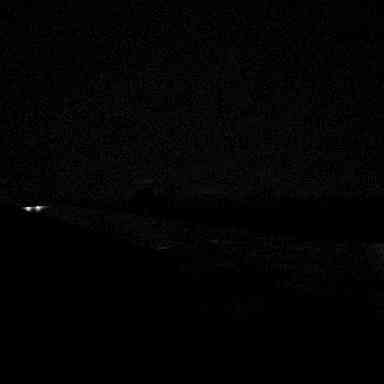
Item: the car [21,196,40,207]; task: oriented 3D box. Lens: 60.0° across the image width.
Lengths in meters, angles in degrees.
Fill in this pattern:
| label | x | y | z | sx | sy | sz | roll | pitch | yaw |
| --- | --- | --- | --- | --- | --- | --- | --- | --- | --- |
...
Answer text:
| label | x | y | z | sx | sy | sz | roll | pitch | yaw |
| --- | --- | --- | --- | --- | --- | --- | --- | --- | --- |
| car | -22.815 | 1.297 | 46.894 | 2.033 | 1.411 | 5.357 | -2 | 1 | -34 |
